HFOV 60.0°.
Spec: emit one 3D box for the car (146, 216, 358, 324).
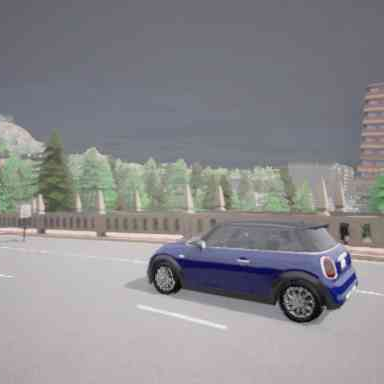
[{"bbox_3d":[1.112,1.400,7.496,4.553,1.767,2.097,-1,-1,35],"label":"car"}]
